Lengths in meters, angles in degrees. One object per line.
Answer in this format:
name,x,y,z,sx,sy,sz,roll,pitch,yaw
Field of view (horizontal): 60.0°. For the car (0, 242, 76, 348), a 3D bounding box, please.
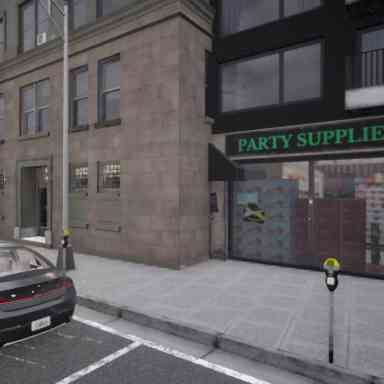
car,-3.831,1.551,5.775,4.403,1.369,2.008,0,0,35
